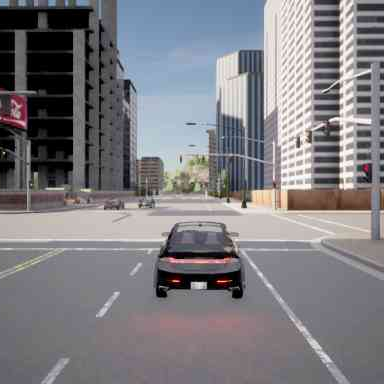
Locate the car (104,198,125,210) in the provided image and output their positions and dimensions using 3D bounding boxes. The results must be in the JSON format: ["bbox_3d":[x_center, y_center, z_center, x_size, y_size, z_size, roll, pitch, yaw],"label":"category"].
[{"bbox_3d":[-9.991,1.526,43.090,1.812,1.442,4.674,0,0,1],"label":"car"}]

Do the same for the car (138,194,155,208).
[{"bbox_3d":[-6.420,1.491,47.534,2.128,1.511,4.902,0,0,1],"label":"car"}]

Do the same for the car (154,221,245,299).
[{"bbox_3d":[0.205,1.492,8.485,2.128,1.511,4.902,0,0,2],"label":"car"}]
